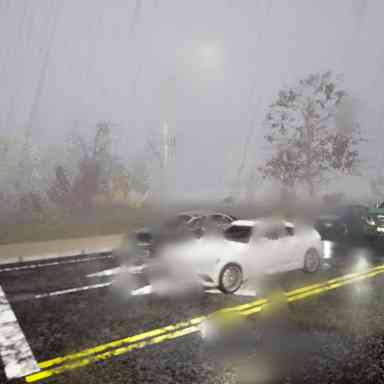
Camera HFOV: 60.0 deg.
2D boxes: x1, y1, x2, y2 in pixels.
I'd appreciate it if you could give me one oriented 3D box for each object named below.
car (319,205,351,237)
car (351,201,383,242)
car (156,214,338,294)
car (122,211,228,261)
[{"bbox_3d":[7.942,1.386,17.226,5.357,1.411,2.033,-1,0,-35],"label":"car"},{"bbox_3d":[9.537,1.056,14.382,5.566,2.045,2.150,-1,0,-35],"label":"car"},{"bbox_3d":[1.616,1.473,8.790,4.674,1.442,1.812,-1,0,-35],"label":"car"},{"bbox_3d":[-0.036,1.457,11.634,4.892,1.490,1.837,-1,0,-37],"label":"car"}]
